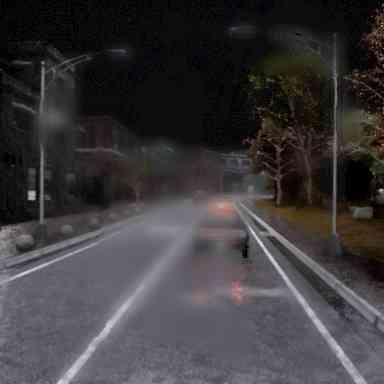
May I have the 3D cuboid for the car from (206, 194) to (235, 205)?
[{"bbox_3d":[2.537,1.233,27.711,2.097,1.767,4.553,0,0,6],"label":"car"}]

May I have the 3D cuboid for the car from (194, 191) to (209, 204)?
[{"bbox_3d":[1.707,0.842,55.481,2.150,2.045,5.566,0,1,8],"label":"car"}]

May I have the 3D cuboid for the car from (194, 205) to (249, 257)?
[{"bbox_3d":[1.160,1.480,12.926,2.128,1.511,4.902,0,0,6],"label":"car"}]
